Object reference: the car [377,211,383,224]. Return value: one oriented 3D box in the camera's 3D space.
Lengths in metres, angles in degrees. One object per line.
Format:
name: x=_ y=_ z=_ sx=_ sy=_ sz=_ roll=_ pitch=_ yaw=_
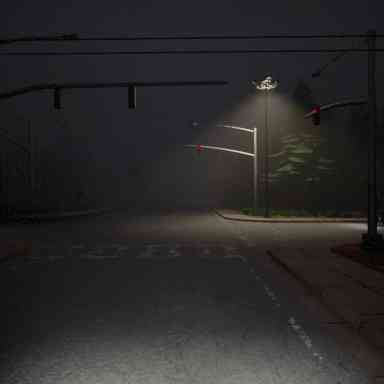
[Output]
car: x=14.895 y=1.513 z=22.079 sx=4.892 sy=1.490 sz=1.837 roll=0 pitch=0 yaw=1
